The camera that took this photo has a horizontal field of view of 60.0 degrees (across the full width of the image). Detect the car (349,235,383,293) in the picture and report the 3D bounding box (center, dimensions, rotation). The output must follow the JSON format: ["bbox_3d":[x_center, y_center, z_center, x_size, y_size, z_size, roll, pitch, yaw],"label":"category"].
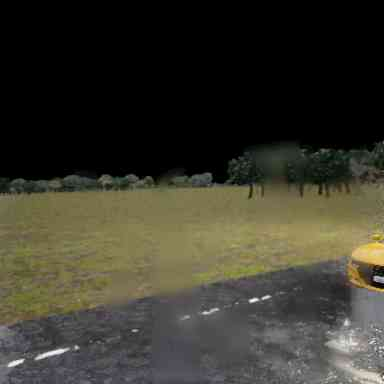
[{"bbox_3d":[5.825,1.496,8.147,5.008,1.535,1.882,0,0,-35],"label":"car"}]
